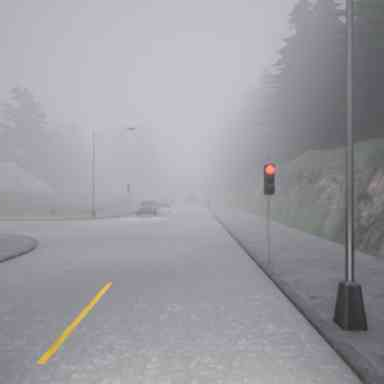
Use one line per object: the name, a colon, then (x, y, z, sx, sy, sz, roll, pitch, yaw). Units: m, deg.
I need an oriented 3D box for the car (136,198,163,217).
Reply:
car: (-4.111, 1.520, 31.502, 1.837, 1.490, 4.892, 0, 0, 0)

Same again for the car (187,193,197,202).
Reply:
car: (-0.034, 1.145, 78.531, 2.150, 2.045, 5.566, 0, 0, 0)

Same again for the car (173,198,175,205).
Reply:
car: (-4.091, 1.555, 60.625, 1.812, 1.442, 4.674, 0, 1, 0)

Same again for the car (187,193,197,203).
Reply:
car: (-0.029, 1.384, 68.435, 2.097, 1.767, 4.553, 0, 0, 0)

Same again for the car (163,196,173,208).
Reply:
car: (-4.113, 1.548, 47.360, 1.812, 1.442, 4.674, 0, 0, 0)
